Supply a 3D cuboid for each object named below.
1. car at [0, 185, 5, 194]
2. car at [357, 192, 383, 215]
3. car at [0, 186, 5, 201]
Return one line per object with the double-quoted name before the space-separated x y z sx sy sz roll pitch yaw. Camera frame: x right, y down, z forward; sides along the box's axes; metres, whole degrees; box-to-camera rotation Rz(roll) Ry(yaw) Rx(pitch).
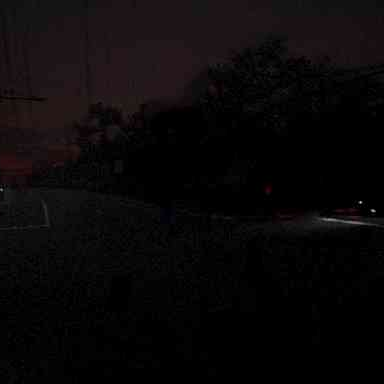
"car" -37.896 -0.464 64.995 1.882 1.535 5.008 -3 3 -33
"car" 11.270 0.563 18.191 4.718 1.301 1.895 -3 3 -28
"car" -25.168 0.366 42.756 2.128 1.511 4.902 -3 3 -26
